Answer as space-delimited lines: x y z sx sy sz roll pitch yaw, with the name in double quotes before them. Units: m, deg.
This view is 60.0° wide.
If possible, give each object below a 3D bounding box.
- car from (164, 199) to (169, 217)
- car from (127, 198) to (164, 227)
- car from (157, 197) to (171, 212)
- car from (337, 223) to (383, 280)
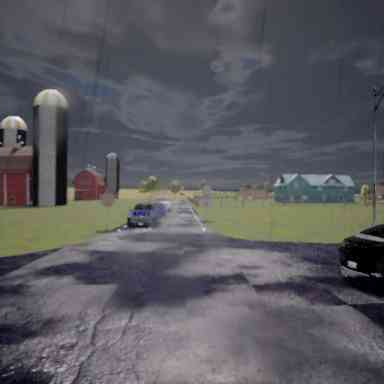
"car" -3.810 1.835 36.272 1.882 1.535 5.008 1 -1 -1
"car" -3.479 1.583 24.599 2.097 1.767 4.553 1 -1 -2
"car" -4.110 1.696 47.146 2.150 2.045 5.566 1 -1 -1
"car" 6.351 1.555 8.888 4.892 1.490 1.837 0 1 -14
